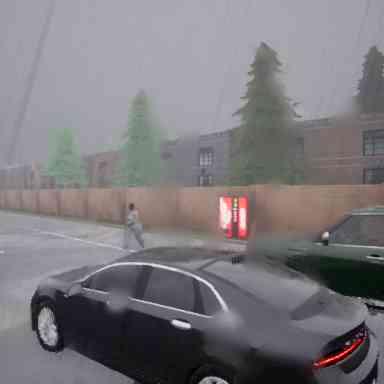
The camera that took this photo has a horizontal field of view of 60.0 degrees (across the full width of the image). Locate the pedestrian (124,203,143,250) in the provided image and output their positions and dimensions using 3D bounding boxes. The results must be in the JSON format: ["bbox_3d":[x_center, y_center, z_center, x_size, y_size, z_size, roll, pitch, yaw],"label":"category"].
[{"bbox_3d":[-2.229,1.294,12.581,0.375,1.860,0.375,0,0,42],"label":"pedestrian"}]

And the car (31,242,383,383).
[{"bbox_3d":[-0.308,1.504,4.464,4.892,1.490,1.837,0,0,38],"label":"car"}]

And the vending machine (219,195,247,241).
[{"bbox_3d":[1.982,1.195,16.014,0.880,2.100,1.100,0,0,42],"label":"vending machine"}]

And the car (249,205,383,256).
[{"bbox_3d":[3.530,1.222,5.841,5.566,2.045,2.150,0,0,38],"label":"car"}]
